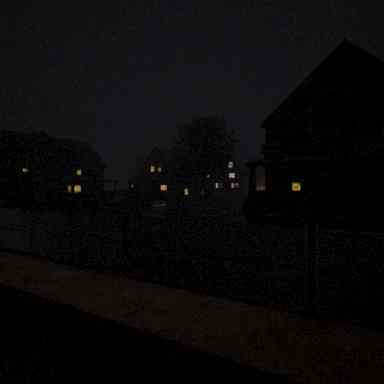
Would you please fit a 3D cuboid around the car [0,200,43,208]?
[{"bbox_3d":[-11.984,1.235,20.871,2.033,1.411,5.357,1,2,35],"label":"car"}]

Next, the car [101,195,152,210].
[{"bbox_3d":[-5.843,0.985,29.480,2.033,1.411,5.357,1,2,36],"label":"car"}]

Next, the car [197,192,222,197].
[{"bbox_3d":[2.178,0.678,40.703,1.994,1.385,4.181,1,2,35],"label":"car"}]
